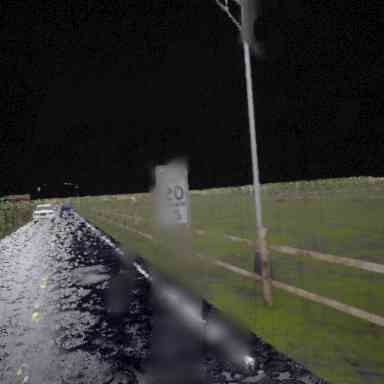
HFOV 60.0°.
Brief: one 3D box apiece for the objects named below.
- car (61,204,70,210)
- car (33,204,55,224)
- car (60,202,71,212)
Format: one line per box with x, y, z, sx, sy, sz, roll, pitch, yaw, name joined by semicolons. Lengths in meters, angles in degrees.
-32.778;3.858;86.008;2.128;1.511;4.902;-4;0;-21;car
-17.713;2.574;39.987;2.150;2.045;5.566;-4;0;-21;car
-29.001;3.427;76.338;2.150;2.045;5.566;-4;0;-21;car
